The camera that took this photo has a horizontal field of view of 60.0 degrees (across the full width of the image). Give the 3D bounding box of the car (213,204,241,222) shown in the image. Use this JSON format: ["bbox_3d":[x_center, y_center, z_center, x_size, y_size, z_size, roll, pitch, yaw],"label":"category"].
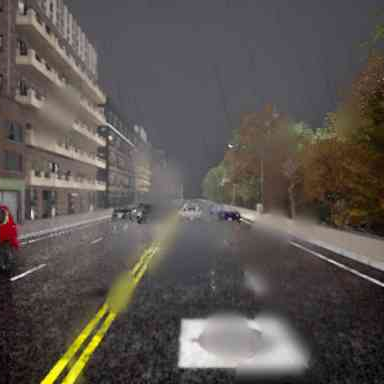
[{"bbox_3d":[3.241,2.037,30.475,1.895,1.301,4.718,0,-1,0],"label":"car"}]

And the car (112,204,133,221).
[{"bbox_3d":[-6.536,1.963,32.780,2.128,1.511,4.902,0,-1,0],"label":"car"}]

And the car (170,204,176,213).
[{"bbox_3d":[-3.274,2.267,46.306,1.895,1.301,4.718,0,-1,0],"label":"car"}]

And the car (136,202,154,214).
[{"bbox_3d":[-6.525,2.192,46.184,1.812,1.442,4.674,0,-1,0],"label":"car"}]

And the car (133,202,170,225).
[{"bbox_3d":[-3.324,1.753,28.089,2.097,1.767,4.553,0,-1,0],"label":"car"}]

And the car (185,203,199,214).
[{"bbox_3d":[0.026,2.240,44.722,1.895,1.301,4.718,0,-1,0],"label":"car"}]

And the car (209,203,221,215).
[{"bbox_3d":[3.261,2.162,43.050,2.033,1.411,5.357,0,-1,1],"label":"car"}]

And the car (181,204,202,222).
[{"bbox_3d":[-0.004,2.044,30.955,1.895,1.301,4.718,0,-1,0],"label":"car"}]

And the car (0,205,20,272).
[{"bbox_3d":[-6.602,1.346,8.421,2.150,2.045,5.566,0,-1,0],"label":"car"}]
